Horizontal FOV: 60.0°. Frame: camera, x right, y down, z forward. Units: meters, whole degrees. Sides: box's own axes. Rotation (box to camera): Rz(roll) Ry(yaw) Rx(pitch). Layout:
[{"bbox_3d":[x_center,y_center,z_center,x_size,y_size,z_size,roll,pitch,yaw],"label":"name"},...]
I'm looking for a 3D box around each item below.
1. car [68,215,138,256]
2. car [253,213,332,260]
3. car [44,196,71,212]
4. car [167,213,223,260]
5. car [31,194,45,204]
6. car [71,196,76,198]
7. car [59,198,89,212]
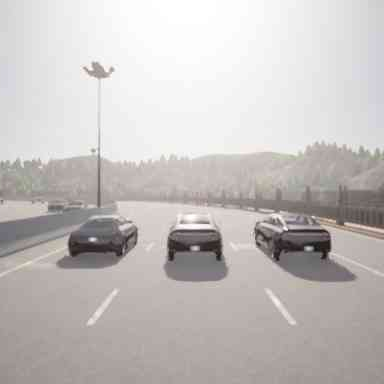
[{"bbox_3d":[-3.404,1.611,13.425,1.994,1.385,4.181,0,0,0],"label":"car"},{"bbox_3d":[3.596,1.536,12.662,2.128,1.511,4.902,0,0,0],"label":"car"},{"bbox_3d":[-16.778,1.623,41.657,1.882,1.535,5.008,0,0,-14],"label":"car"},{"bbox_3d":[0.097,1.536,12.692,2.128,1.511,4.902,0,0,0],"label":"car"},{"bbox_3d":[-30.871,1.334,66.630,2.150,2.045,5.566,0,0,-31],"label":"car"},{"bbox_3d":[-26.577,1.537,72.898,1.812,1.442,4.674,0,0,-34],"label":"car"},{"bbox_3d":[-11.751,1.625,33.997,1.837,1.490,4.892,0,-1,-9],"label":"car"}]
